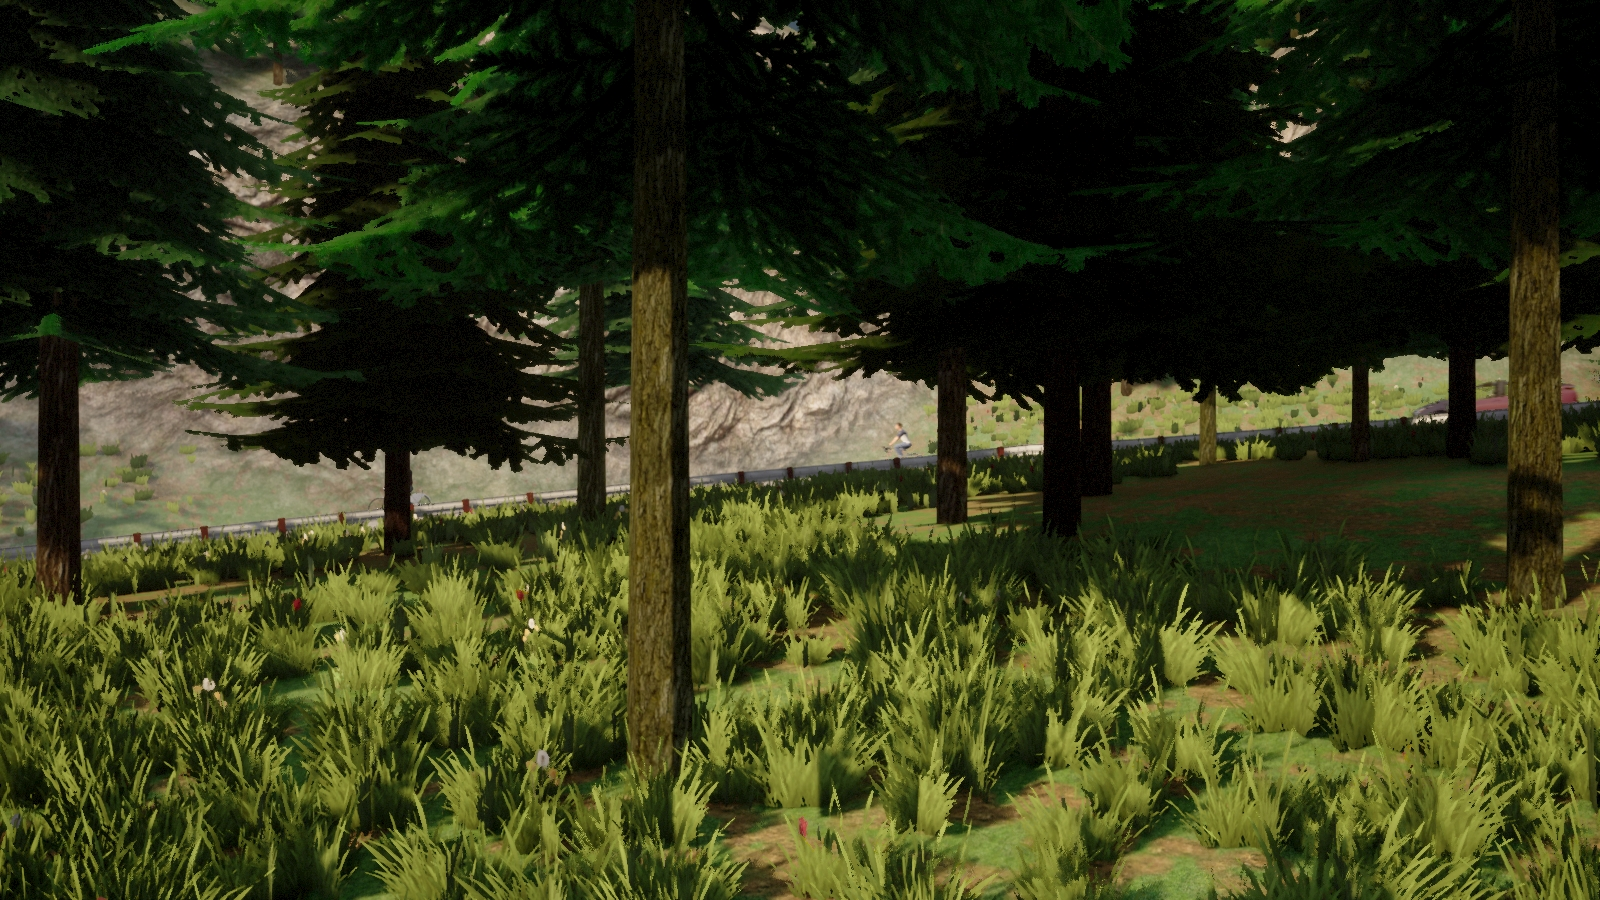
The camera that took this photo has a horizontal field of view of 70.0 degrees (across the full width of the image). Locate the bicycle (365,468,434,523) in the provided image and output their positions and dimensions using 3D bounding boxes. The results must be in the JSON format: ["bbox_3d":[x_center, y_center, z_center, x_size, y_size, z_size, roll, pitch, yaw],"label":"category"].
[{"bbox_3d":[-12.075,1.355,34.490,1.835,1.471,0.329,-5,2,-29],"label":"bicycle"}]

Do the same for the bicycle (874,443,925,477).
[{"bbox_3d":[3.452,0.337,39.656,1.643,1.024,0.373,-5,1,-2],"label":"bicycle"}]

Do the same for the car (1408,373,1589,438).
[{"bbox_3d":[21.484,-1.334,35.385,4.514,1.525,2.007,-5,-2,26],"label":"car"}]
